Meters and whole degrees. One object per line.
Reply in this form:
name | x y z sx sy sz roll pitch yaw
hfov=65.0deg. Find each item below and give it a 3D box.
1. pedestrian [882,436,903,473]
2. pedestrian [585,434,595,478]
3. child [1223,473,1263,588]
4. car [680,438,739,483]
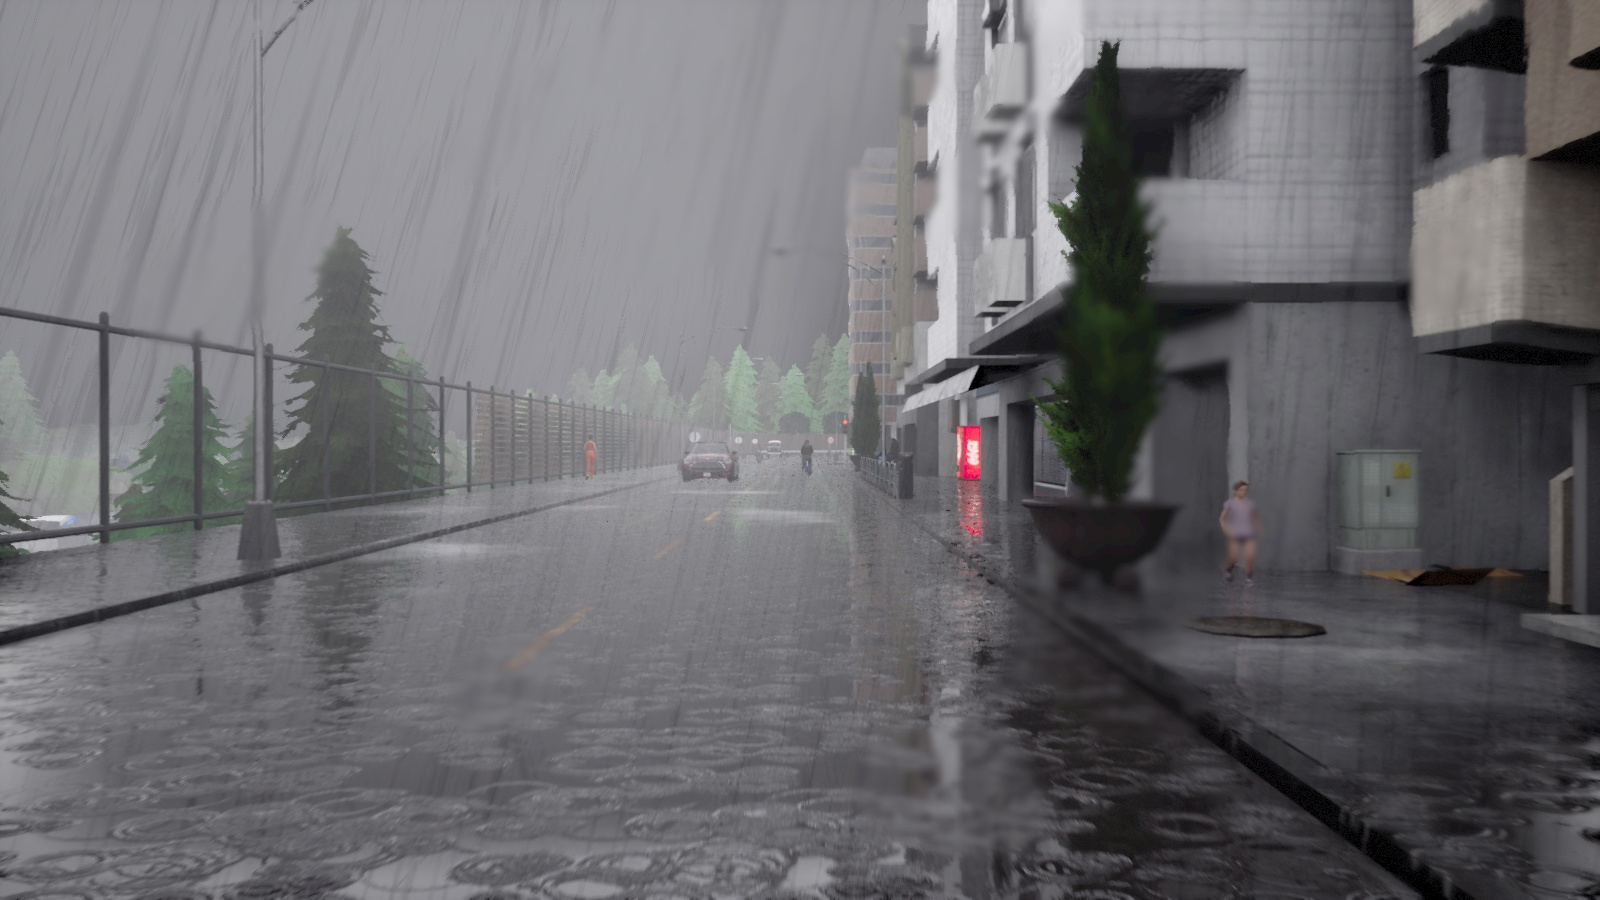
pedestrian | 4.702 0.211 63.774 0.899 1.844 0.634 0 0 29
pedestrian | -8.852 0.243 53.000 0.345 1.836 0.594 0 0 0
child | 4.397 0.792 12.485 0.255 1.110 0.394 0 0 0
car | -3.697 0.400 51.918 2.097 1.767 4.553 0 0 0
